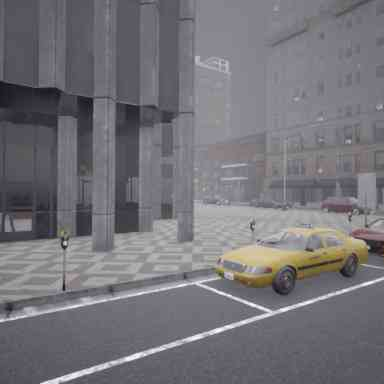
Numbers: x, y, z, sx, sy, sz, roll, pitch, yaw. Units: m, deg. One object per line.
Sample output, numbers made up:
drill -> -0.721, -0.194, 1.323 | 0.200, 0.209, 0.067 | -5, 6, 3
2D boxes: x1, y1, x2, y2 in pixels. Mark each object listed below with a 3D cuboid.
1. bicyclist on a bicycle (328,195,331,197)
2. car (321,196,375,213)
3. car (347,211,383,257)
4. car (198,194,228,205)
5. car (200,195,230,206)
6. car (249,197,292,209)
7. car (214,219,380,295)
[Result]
bicyclist on a bicycle -> 16.339, 1.159, 39.468 | 1.656, 1.620, 0.582 | 0, 0, -35
car -> 14.569, 1.198, 31.145 | 2.097, 1.767, 4.553 | 1, 0, -35
car -> 7.498, 1.547, 12.095 | 4.507, 1.381, 1.887 | 0, 1, -35
car -> 3.207, 1.150, 52.844 | 2.128, 1.511, 4.902 | 1, 0, -35
car -> 3.393, 1.161, 47.036 | 2.128, 1.511, 4.902 | 1, 0, -35
car -> 9.062, 1.307, 38.965 | 2.033, 1.411, 5.357 | 1, 0, -35
car -> 2.779, 1.527, 8.732 | 4.829, 1.417, 1.752 | 0, 1, -35
